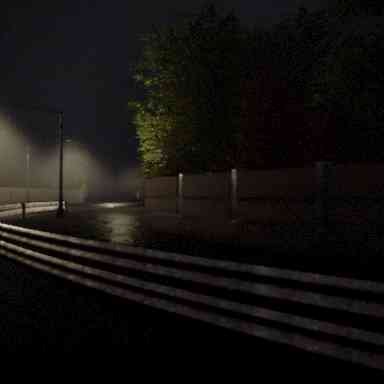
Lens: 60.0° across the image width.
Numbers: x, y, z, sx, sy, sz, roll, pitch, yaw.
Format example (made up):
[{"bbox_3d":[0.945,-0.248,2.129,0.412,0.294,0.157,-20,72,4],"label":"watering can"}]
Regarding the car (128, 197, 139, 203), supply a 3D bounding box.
[{"bbox_3d":[-14.630,2.008,83.656,2.033,1.411,5.357,0,0,4],"label":"car"}]
